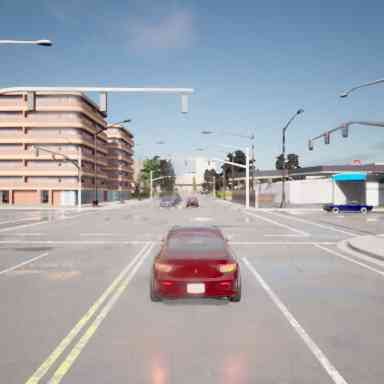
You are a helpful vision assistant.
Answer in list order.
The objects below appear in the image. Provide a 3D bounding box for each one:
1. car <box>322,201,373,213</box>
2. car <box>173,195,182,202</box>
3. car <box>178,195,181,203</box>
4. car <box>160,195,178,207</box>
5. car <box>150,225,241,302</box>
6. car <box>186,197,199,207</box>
[{"bbox_3d":[16.508,1.601,35.464,4.718,1.301,1.895,0,0,1],"label":"car"},{"bbox_3d":[-3.563,1.525,81.822,2.128,1.511,4.902,0,0,0],"label":"car"},{"bbox_3d":[-3.613,1.601,61.267,1.895,1.301,4.718,0,0,0],"label":"car"},{"bbox_3d":[-3.624,1.351,49.687,2.097,1.767,4.553,0,0,0],"label":"car"},{"bbox_3d":[0.076,1.526,8.154,1.812,1.442,4.674,0,0,0],"label":"car"},{"bbox_3d":[0.066,1.547,51.755,2.033,1.411,5.357,0,0,0],"label":"car"}]
